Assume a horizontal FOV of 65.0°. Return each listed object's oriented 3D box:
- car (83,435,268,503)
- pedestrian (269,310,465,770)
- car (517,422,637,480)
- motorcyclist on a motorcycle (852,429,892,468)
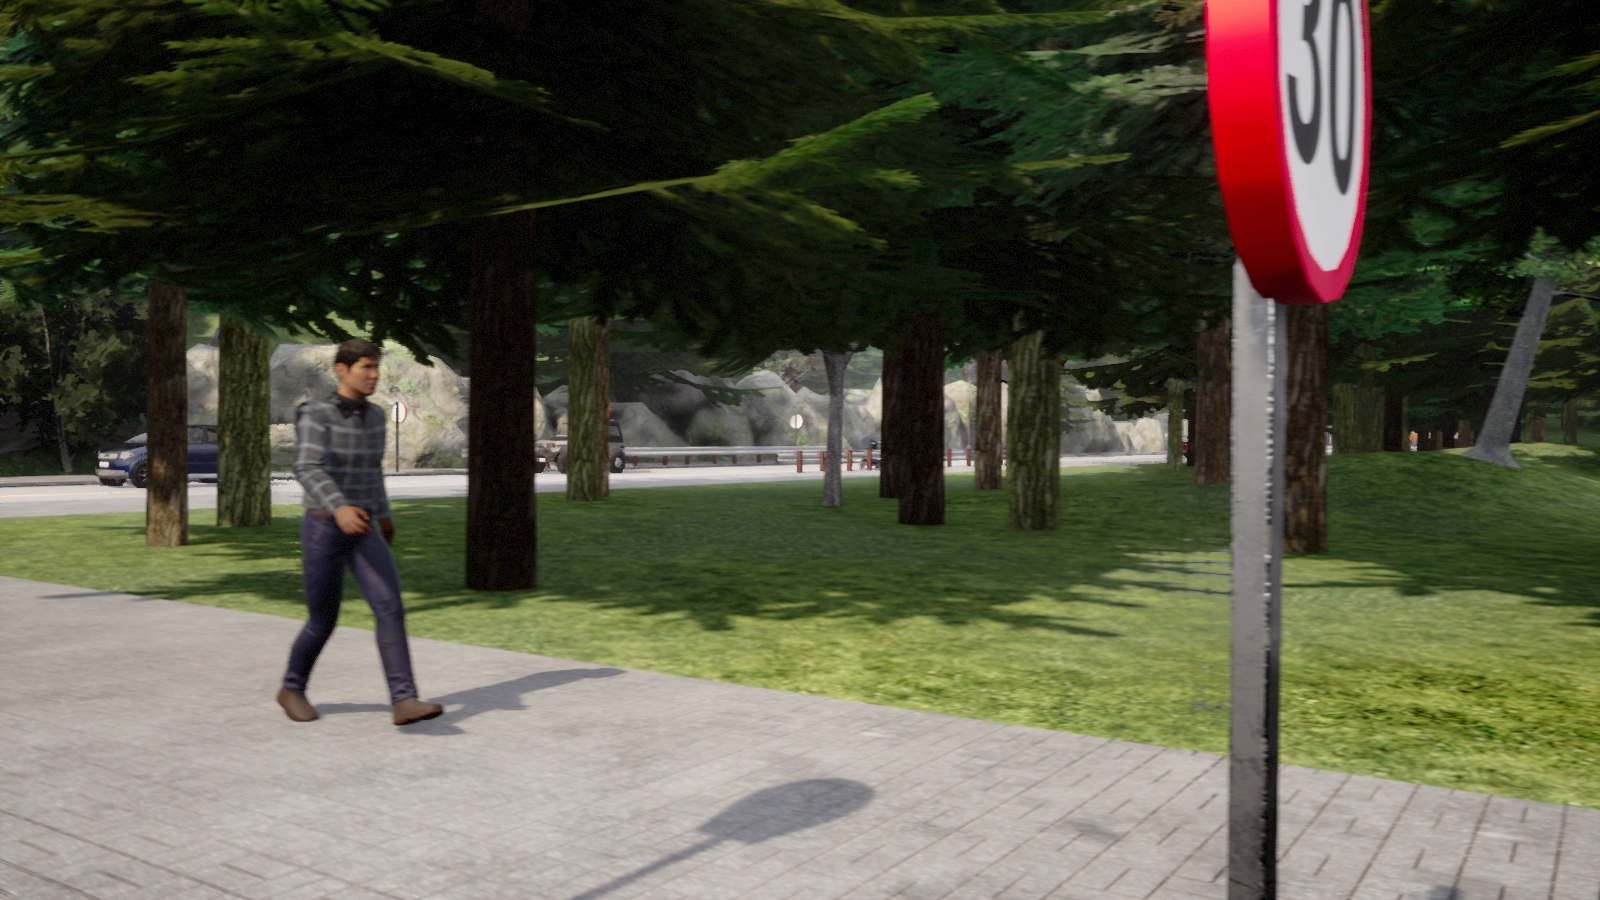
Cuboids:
[{"bbox_3d":[-15.458,0.424,31.235,1.789,1.549,3.705,0,1,33],"label":"car"},{"bbox_3d":[-1.973,0.381,5.719,0.788,1.949,0.423,0,1,33],"label":"pedestrian"},{"bbox_3d":[-7.630,0.007,43.169,1.905,1.878,3.866,0,1,33],"label":"car"},{"bbox_3d":[3.002,-0.053,52.085,0.866,1.590,1.817,0,1,33],"label":"motorcyclist on a motorcycle"}]
